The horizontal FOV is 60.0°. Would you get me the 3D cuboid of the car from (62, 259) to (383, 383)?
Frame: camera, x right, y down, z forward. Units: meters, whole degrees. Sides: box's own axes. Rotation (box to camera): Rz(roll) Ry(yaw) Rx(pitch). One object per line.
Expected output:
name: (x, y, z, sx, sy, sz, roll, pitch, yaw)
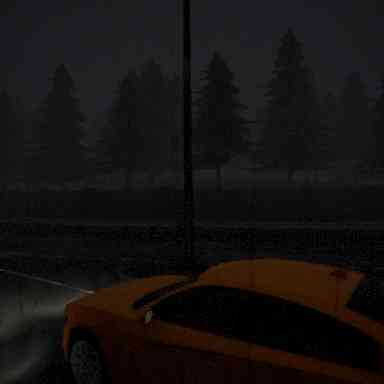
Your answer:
car: (0.663, 1.487, 3.502, 5.008, 1.535, 1.882, 0, 0, 35)
